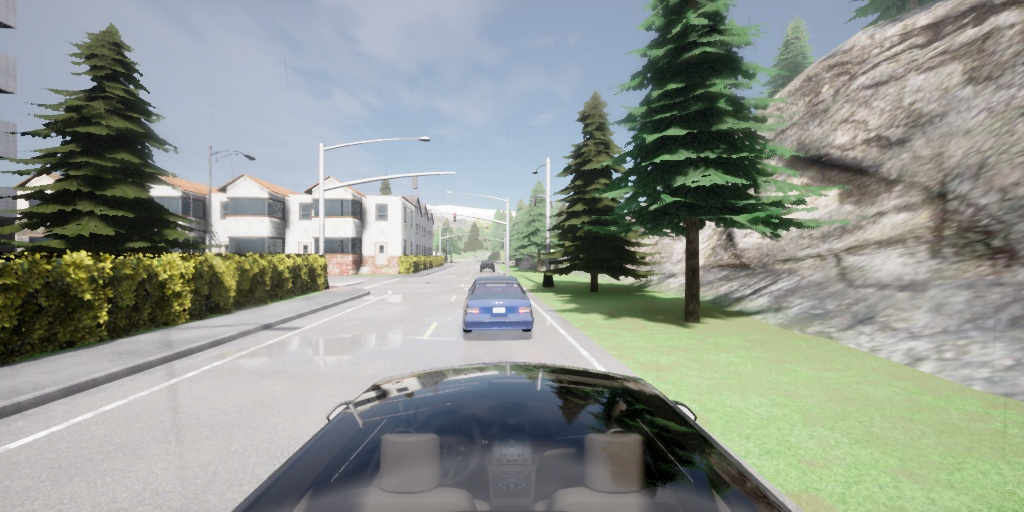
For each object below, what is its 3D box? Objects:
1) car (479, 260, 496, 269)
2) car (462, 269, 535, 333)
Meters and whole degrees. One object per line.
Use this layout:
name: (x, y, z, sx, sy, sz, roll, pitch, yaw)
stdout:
car: (-3.113, 1.255, 45.324, 1.837, 1.490, 4.892, 0, 0, -4)
car: (-0.478, 1.297, 10.777, 2.033, 1.411, 5.357, 0, 0, -4)
